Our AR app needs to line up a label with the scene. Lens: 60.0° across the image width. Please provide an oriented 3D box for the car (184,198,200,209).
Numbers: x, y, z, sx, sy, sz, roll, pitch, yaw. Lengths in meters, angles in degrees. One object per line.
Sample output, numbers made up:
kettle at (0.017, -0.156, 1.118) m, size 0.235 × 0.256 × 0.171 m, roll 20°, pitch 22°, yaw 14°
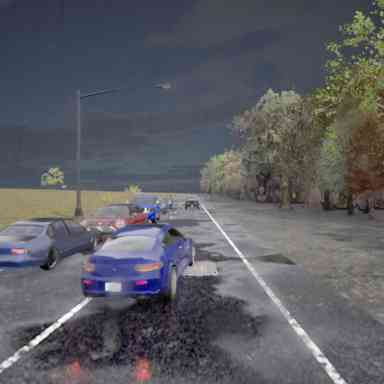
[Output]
car at (0.013, 1.506, 44.187) m, size 1.837 × 1.490 × 4.892 m, roll 0°, pitch 0°, yaw 0°

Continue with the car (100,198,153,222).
car at (-3.545, 1.356, 15.722) m, size 2.097 × 1.767 × 4.553 m, roll 0°, pitch 0°, yaw 7°

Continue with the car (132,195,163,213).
car at (-3.631, 1.226, 25.037) m, size 2.150 × 2.045 × 5.566 m, roll 0°, pitch 0°, yaw -1°

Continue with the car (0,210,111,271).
car at (-4.734, 1.551, 10.959) m, size 2.033 × 1.411 × 5.357 m, roll 0°, pitch 0°, yaw 7°

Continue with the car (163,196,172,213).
car at (-3.631, 1.355, 35.042) m, size 2.097 × 1.767 × 4.553 m, roll 0°, pitch 0°, yaw 0°

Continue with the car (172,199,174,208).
car at (-3.641, 1.353, 45.048) m, size 2.097 × 1.767 × 4.553 m, roll 0°, pitch 0°, yaw 0°

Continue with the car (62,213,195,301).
car at (-1.086, 1.506, 8.290) m, size 1.812 × 1.442 × 4.674 m, roll -1°, pitch 1°, yaw 9°
